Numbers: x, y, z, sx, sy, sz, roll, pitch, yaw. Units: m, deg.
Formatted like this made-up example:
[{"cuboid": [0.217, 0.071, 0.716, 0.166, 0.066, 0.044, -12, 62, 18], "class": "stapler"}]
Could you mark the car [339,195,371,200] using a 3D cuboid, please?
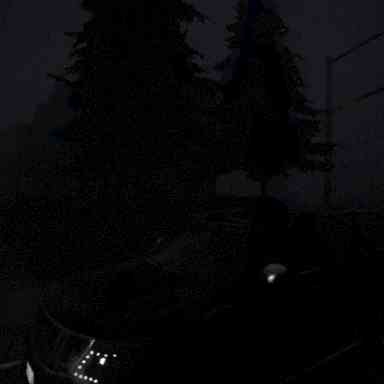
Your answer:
[{"cuboid": [22.301, 1.383, 45.765, 1.932, 1.855, 4.605, 0, 0, -36], "class": "car"}]

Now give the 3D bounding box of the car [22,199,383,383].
[{"cuboid": [0.830, 1.237, 4.530, 5.566, 2.045, 2.150, 0, 0, -35], "class": "car"}]

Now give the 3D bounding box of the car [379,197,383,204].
[{"cuboid": [44.228, 1.890, 74.228, 1.970, 1.475, 3.806, 0, 0, -36], "class": "car"}]

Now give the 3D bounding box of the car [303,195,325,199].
[{"cuboid": [25.041, 1.465, 69.186, 1.905, 1.878, 3.866, 0, 0, -36], "class": "car"}]

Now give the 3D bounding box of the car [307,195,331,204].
[{"cuboid": [27.155, 1.504, 71.222, 1.932, 1.855, 4.605, 0, 0, -36], "class": "car"}]

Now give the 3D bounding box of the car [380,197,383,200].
[{"cuboid": [32.815, 1.663, 52.480, 2.007, 1.523, 4.514, 0, 0, -36], "class": "car"}]

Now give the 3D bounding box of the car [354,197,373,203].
[{"cuboid": [42.300, 1.898, 81.989, 1.845, 1.501, 3.633, 0, 0, -36], "class": "car"}]
